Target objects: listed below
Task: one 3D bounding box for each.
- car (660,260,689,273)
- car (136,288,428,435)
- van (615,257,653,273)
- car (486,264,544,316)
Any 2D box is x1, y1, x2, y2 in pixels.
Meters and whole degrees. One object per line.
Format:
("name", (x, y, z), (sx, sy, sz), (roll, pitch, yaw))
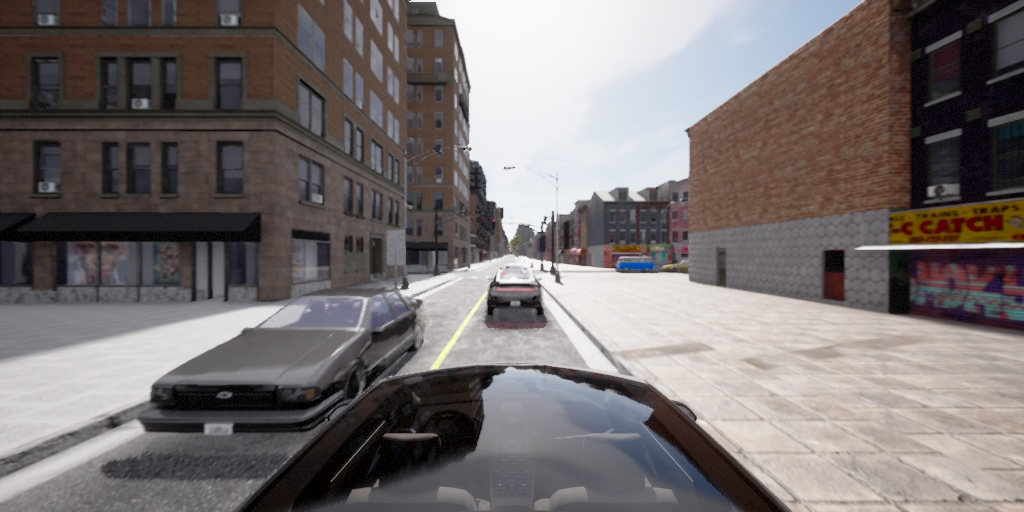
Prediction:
("car", (19.197, 1.144, 40.239), (4.829, 1.417, 1.751), (0, 0, 0))
("car", (-2.841, 1.283, 6.136), (2.033, 1.411, 5.357), (0, 0, 0))
("van", (13.755, 0.964, 40.250), (3.998, 1.789, 1.690), (0, 0, 0))
("car", (0.105, 1.203, 13.085), (2.128, 1.511, 4.902), (0, 0, 0))
